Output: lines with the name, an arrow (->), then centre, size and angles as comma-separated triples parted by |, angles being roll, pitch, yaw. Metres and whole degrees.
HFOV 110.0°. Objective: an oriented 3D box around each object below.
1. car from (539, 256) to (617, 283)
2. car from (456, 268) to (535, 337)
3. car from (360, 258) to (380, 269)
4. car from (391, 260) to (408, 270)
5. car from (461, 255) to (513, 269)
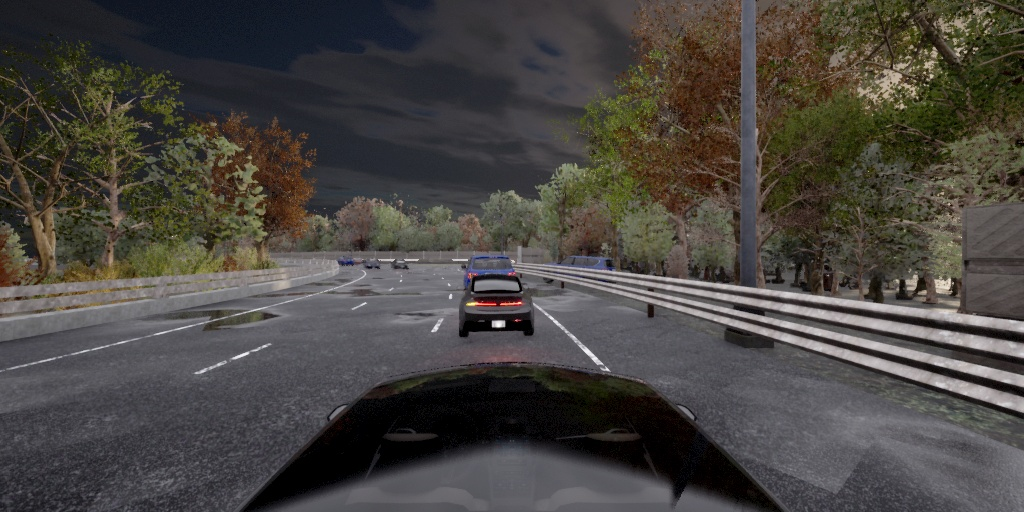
car -> 4.621, 1.001, 25.356 | 5.566, 2.045, 2.150 | 5, 1, 38
car -> -0.521, 1.255, 10.334 | 1.837, 1.490, 4.892 | 0, 0, -5
car -> -21.207, 1.350, 53.943 | 1.895, 1.301, 4.718 | 0, 0, -30
car -> -16.571, 1.275, 52.777 | 1.812, 1.442, 4.674 | 0, 0, -27
car -> -1.170, 0.971, 17.008 | 2.150, 2.045, 5.566 | 0, 0, -9
